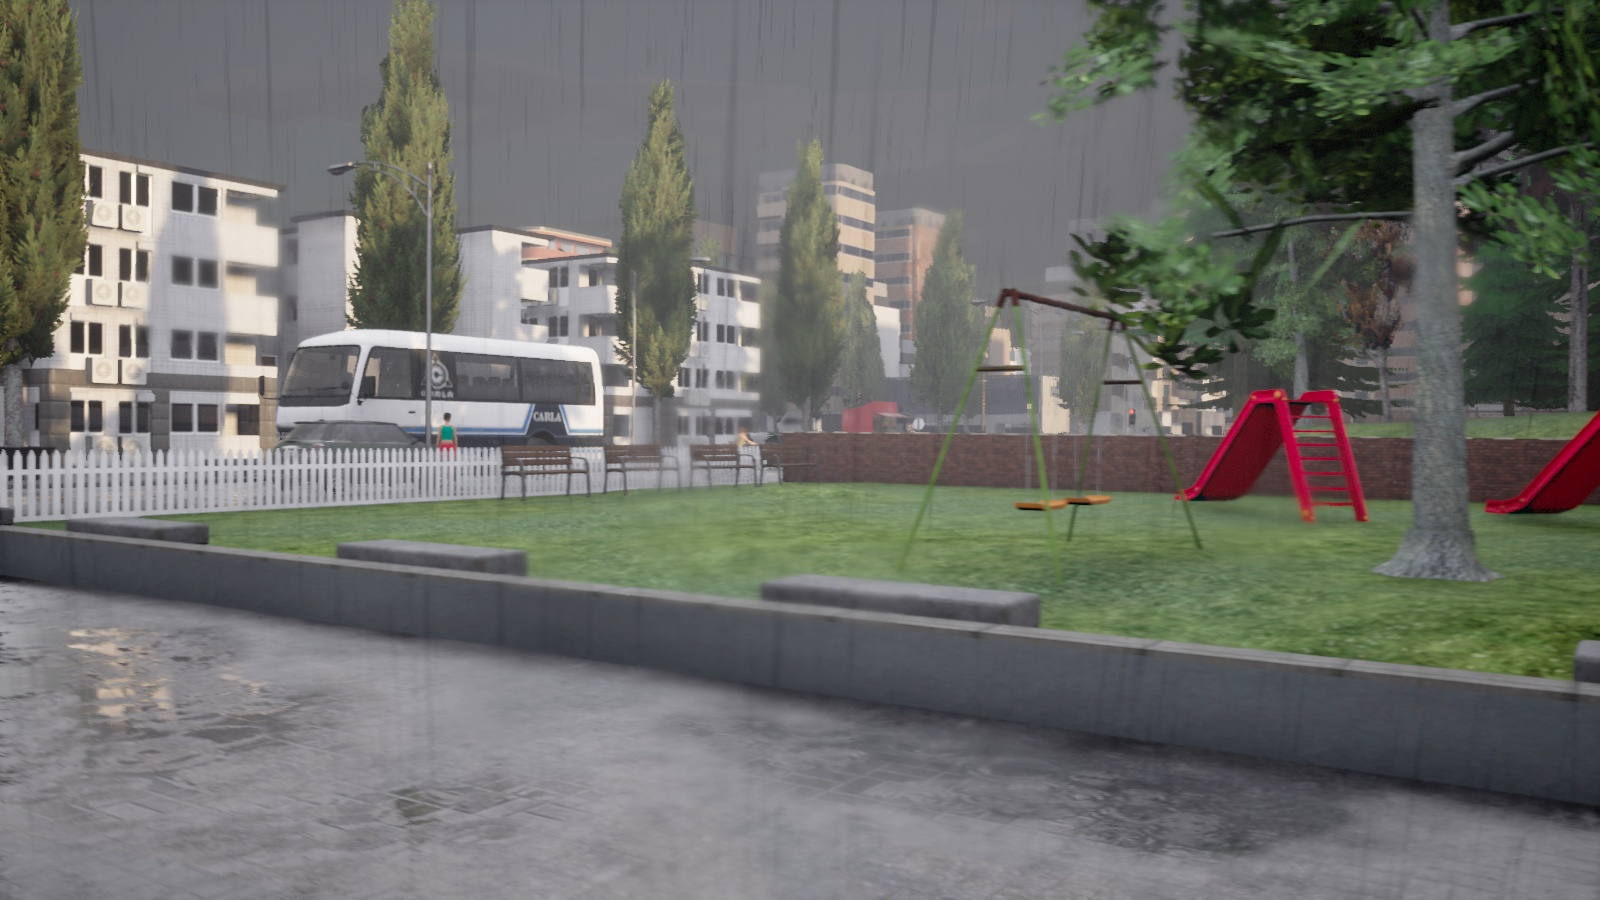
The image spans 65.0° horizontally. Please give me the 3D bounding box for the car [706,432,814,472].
[{"bbox_3d":[-1.546,0.058,50.441,1.837,1.490,4.892,0,1,34],"label":"car"}]

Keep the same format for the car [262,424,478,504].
[{"bbox_3d":[-10.229,0.266,30.227,2.097,1.767,4.553,0,1,34],"label":"car"}]

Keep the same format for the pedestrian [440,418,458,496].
[{"bbox_3d":[-8.381,0.155,29.992,0.345,1.836,0.594,-1,1,-13],"label":"pedestrian"}]

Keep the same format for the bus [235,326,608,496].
[{"bbox_3d":[-10.628,-1.056,36.829,3.944,4.253,10.273,0,1,34],"label":"bus"}]
